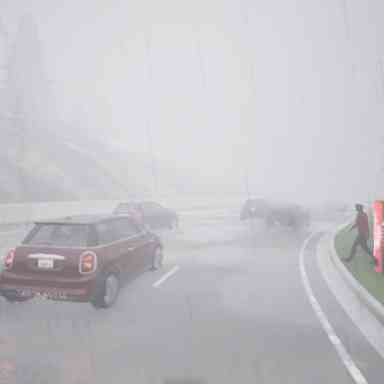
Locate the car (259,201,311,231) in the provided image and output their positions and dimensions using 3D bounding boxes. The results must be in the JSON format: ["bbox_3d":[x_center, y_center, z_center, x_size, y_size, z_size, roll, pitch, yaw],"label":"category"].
[{"bbox_3d":[6.013,1.480,20.528,1.837,1.490,4.892,0,0,32],"label":"car"}]

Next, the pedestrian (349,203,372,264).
[{"bbox_3d":[4.867,1.141,9.627,0.375,1.860,0.375,1,0,17],"label":"pedestrian"}]

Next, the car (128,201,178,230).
[{"bbox_3d":[-2.510,1.251,18.093,2.097,1.767,4.553,1,0,24],"label":"car"}]

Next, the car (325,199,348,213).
[{"bbox_3d":[16.338,1.510,37.602,1.812,1.442,4.674,1,0,31],"label":"car"}]

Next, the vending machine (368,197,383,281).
[{"bbox_3d":[5.333,1.203,8.692,1.100,2.100,0.880,1,0,15],"label":"vending machine"}]

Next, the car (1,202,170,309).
[{"bbox_3d":[-2.214,1.297,8.040,2.097,1.767,4.553,1,0,11],"label":"car"}]

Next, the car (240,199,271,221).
[{"bbox_3d":[5.411,1.286,25.759,2.097,1.767,4.553,1,0,30],"label":"car"}]
